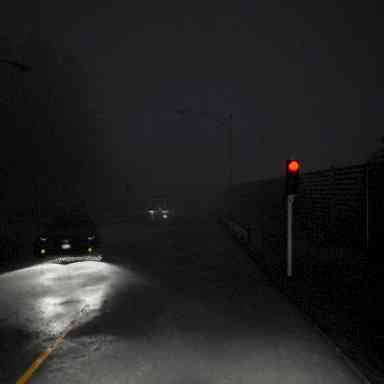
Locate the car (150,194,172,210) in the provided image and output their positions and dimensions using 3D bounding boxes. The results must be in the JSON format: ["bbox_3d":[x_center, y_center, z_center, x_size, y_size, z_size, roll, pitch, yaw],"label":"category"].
[{"bbox_3d":[-4.231,1.221,43.935,2.150,2.045,5.566,0,0,0],"label":"car"}]

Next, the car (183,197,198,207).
[{"bbox_3d":[-0.059,1.525,52.494,1.812,1.442,4.674,0,0,0],"label":"car"}]

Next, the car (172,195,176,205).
[{"bbox_3d":[-4.249,1.352,53.786,2.097,1.767,4.553,0,0,0],"label":"car"}]

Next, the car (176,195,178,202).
[{"bbox_3d":[-4.226,1.525,63.979,1.812,1.442,4.674,0,0,0],"label":"car"}]

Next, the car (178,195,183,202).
[{"bbox_3d":[-3.944,1.500,77.035,4.892,1.490,1.837,0,0,40],"label":"car"}]

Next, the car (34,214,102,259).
[{"bbox_3d":[-4.519,1.564,12.624,1.994,1.385,4.181,0,0,-15],"label":"car"}]
